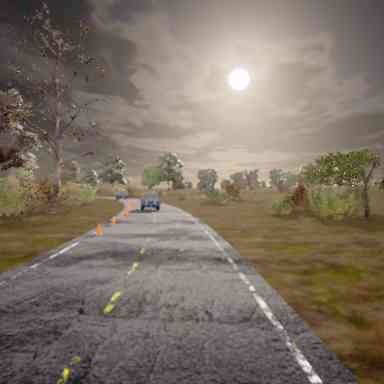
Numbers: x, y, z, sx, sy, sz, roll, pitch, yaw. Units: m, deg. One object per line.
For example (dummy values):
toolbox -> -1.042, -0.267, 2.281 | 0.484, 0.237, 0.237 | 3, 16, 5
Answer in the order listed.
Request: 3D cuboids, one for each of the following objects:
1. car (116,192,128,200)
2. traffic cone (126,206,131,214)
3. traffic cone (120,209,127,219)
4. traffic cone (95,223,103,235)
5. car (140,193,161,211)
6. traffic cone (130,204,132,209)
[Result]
car -> -18.846, 0.973, 89.422 | 2.150, 2.045, 5.566 | 0, 0, -26
traffic cone -> -6.307, 1.865, 32.090 | 0.340, 0.580, 0.340 | 0, 0, -7
traffic cone -> -5.725, 1.879, 27.175 | 0.340, 0.580, 0.340 | 0, 0, -6
traffic cone -> -4.840, 1.909, 17.317 | 0.340, 0.580, 0.340 | 0, 0, -4
car -> -4.875, 1.107, 38.912 | 2.150, 2.045, 5.566 | 0, 0, -9
traffic cone -> -6.981, 1.850, 36.993 | 0.340, 0.580, 0.340 | 0, 0, -8
